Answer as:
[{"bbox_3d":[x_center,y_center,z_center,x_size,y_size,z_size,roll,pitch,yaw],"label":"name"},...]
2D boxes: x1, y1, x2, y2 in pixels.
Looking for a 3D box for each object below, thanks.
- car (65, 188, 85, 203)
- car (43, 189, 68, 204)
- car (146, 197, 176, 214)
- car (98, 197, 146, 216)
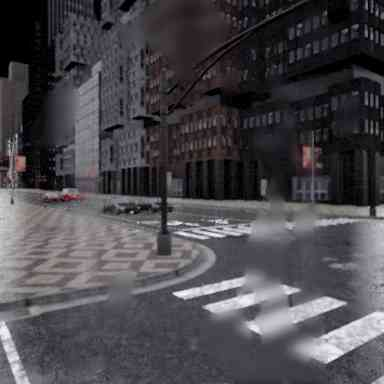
[{"bbox_3d":[-17.856,0.483,49.829,2.150,2.045,5.566,0,1,-36],"label":"car"},{"bbox_3d":[-19.231,0.781,46.159,1.882,1.535,5.008,0,1,-35],"label":"car"},{"bbox_3d":[-3.610,1.164,30.123,2.033,1.411,5.357,0,1,-36],"label":"car"},{"bbox_3d":[-6.265,1.174,28.250,2.033,1.411,5.357,0,1,-36],"label":"car"}]
